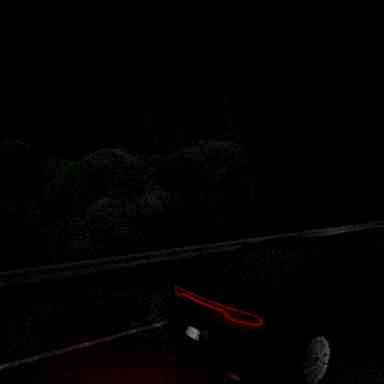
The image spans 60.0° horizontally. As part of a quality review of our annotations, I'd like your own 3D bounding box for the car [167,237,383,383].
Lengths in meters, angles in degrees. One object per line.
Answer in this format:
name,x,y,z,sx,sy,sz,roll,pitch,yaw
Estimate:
car,1.979,1.476,5.355,5.008,1.535,1.882,0,0,-37
